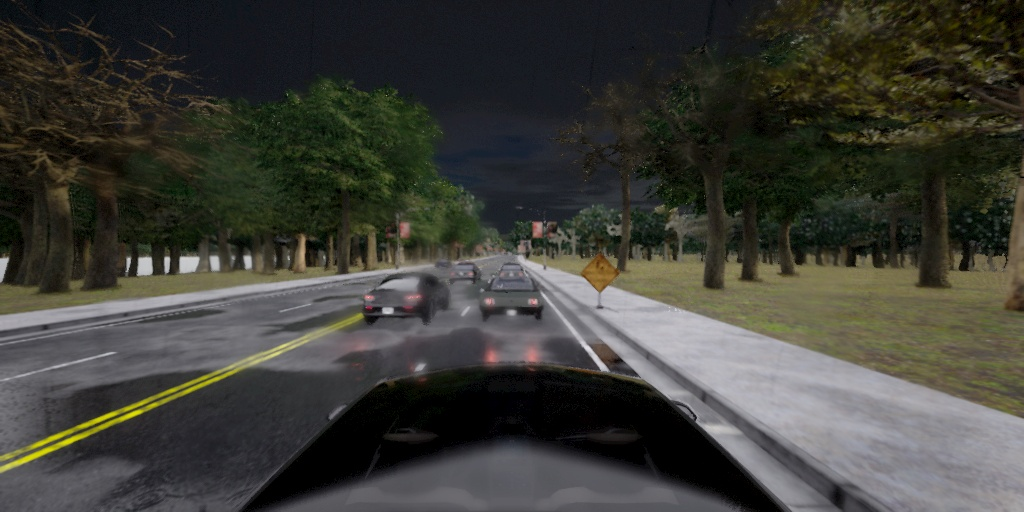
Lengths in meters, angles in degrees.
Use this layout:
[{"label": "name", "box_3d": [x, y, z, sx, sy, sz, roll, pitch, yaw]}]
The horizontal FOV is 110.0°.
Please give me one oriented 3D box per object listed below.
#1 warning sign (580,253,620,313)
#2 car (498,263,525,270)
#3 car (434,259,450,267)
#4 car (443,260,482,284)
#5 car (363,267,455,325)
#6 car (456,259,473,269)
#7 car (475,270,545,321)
[{"label": "warning sign", "box_3d": [2.837, 0.829, 11.573, 1.300, 1.860, 1.060, 0, 0, 0]}, {"label": "car", "box_3d": [-0.021, 1.213, 25.923, 2.033, 1.411, 5.357, 0, 0, 0]}, {"label": "car", "box_3d": [-10.087, 1.130, 53.030, 2.033, 1.411, 5.357, 0, 0, 0]}, {"label": "car", "box_3d": [-3.272, 1.213, 25.869, 2.033, 1.411, 5.357, 0, 0, 0]}, {"label": "car", "box_3d": [-3.215, 1.240, 11.587, 1.812, 1.442, 4.674, 0, 0, 0]}, {"label": "car", "box_3d": [-6.838, 1.186, 52.396, 1.895, 1.301, 4.718, 0, 0, 0]}, {"label": "car", "box_3d": [0.041, 1.312, 12.294, 1.895, 1.301, 4.718, 0, 0, 1]}]
